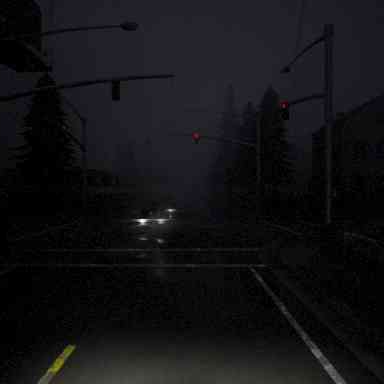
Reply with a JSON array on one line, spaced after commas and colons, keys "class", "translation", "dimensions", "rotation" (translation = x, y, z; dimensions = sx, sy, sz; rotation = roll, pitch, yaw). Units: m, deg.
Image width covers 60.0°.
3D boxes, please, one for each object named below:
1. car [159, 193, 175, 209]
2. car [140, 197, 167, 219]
[{"class": "car", "translation": [-3.599, 1.216, 46.191], "dimensions": [2.150, 2.045, 5.566], "rotation": [0, 0, 1]}, {"class": "car", "translation": [-3.456, 1.499, 29.517], "dimensions": [1.837, 1.490, 4.892], "rotation": [0, 0, -2]}]
